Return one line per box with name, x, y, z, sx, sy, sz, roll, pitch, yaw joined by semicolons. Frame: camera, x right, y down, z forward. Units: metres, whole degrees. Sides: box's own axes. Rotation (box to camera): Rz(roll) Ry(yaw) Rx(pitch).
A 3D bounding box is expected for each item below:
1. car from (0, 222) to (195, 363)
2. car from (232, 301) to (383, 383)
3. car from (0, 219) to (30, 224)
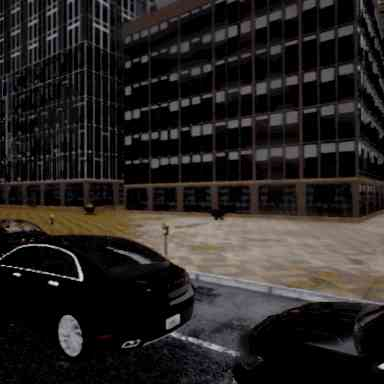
car;-2.228;1.524;5.960;4.892;1.490;1.837;0;0;36
car;2.646;1.518;2.460;4.892;1.490;1.837;0;0;36
car;-6.457;1.583;11.209;4.403;1.369;2.008;0;-1;36
